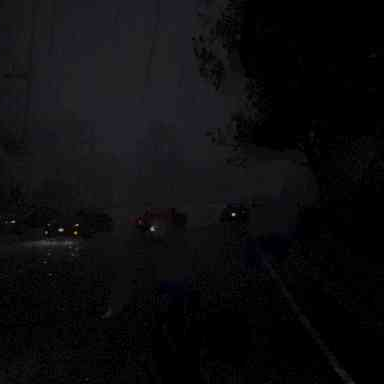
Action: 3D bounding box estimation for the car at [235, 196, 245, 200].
[{"bbox_3d":[8.810,1.422,57.774,1.994,1.385,4.181,0,0,30],"label":"car"}]

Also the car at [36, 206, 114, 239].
[{"bbox_3d":[-5.560,1.501,16.840,1.994,1.385,4.181,0,0,9],"label":"car"}]

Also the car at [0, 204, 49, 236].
[{"bbox_3d":[-8.913,1.414,17.993,2.128,1.511,4.902,0,0,9],"label":"car"}]

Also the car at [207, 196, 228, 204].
[{"bbox_3d":[4.452,1.386,57.164,2.033,1.411,5.357,0,0,29],"label":"car"}]

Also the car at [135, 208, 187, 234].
[{"bbox_3d":[-1.546,1.545,18.740,1.895,1.301,4.718,0,0,10],"label":"car"}]

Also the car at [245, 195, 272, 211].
[{"bbox_3d":[8.293,1.270,40.195,2.097,1.767,4.553,0,0,22],"label":"car"}]

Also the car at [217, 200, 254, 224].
[{"bbox_3d":[3.264,1.507,24.527,1.994,1.385,4.181,0,0,13],"label":"car"}]
